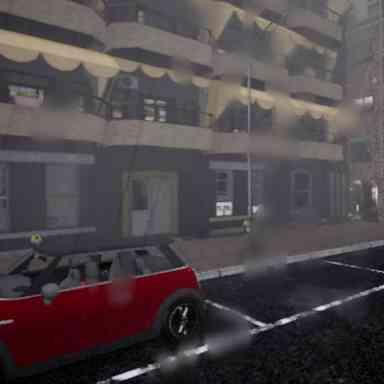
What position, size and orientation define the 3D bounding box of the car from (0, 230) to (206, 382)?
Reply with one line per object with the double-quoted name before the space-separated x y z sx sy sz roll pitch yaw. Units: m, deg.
"car" -1.857 1.440 4.787 4.097 1.590 1.967 0 -1 -35
